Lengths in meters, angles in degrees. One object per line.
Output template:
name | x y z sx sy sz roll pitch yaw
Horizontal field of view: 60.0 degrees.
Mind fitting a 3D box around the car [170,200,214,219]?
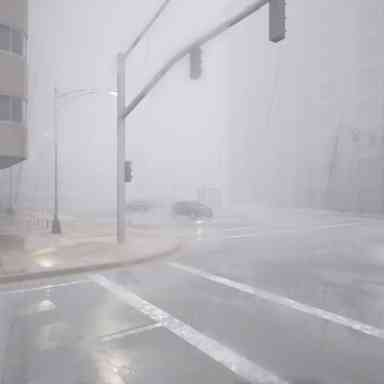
car | -0.095 1.505 29.185 1.837 1.490 4.892 0 0 -36

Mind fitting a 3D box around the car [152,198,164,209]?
car | -6.272 1.547 43.914 2.033 1.411 5.357 0 0 -36

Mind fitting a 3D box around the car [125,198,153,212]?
car | -6.716 1.601 38.283 1.895 1.301 4.718 0 0 -36
